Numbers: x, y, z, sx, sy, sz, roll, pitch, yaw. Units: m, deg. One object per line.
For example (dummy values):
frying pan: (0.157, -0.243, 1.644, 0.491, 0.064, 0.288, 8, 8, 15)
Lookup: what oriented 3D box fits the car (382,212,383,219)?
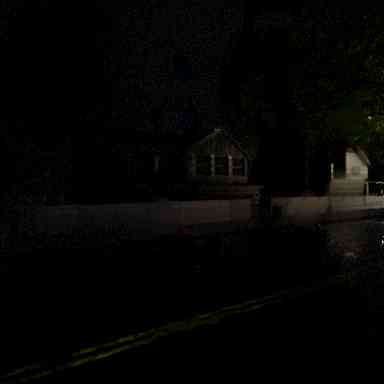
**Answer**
car: (14.744, 1.276, 22.579, 4.181, 1.385, 1.994, -1, 0, -36)
